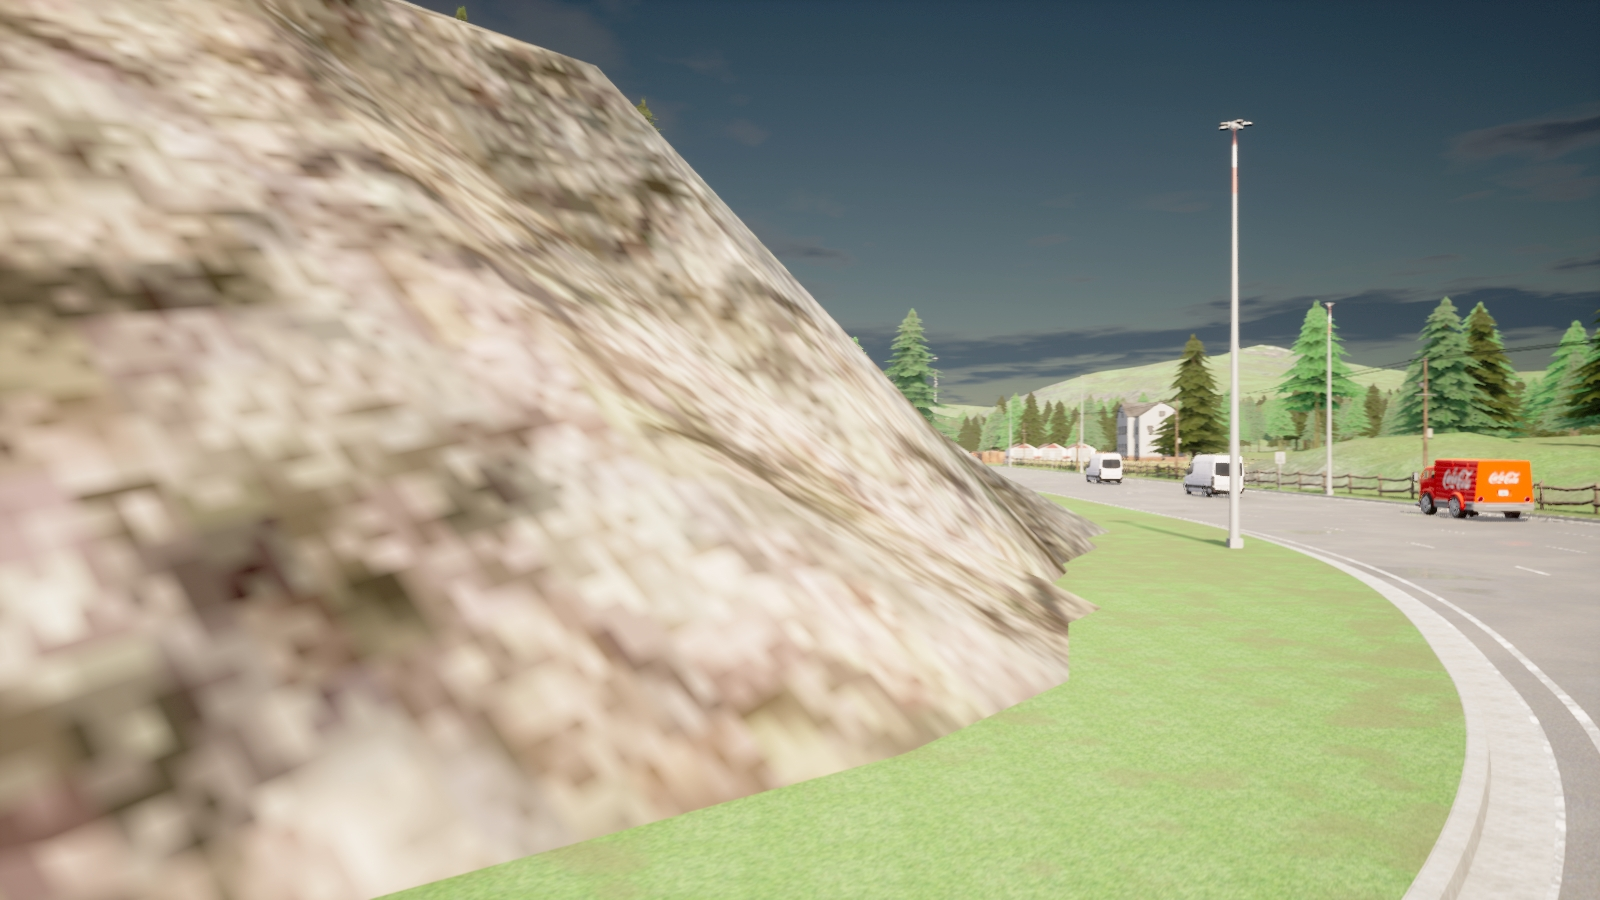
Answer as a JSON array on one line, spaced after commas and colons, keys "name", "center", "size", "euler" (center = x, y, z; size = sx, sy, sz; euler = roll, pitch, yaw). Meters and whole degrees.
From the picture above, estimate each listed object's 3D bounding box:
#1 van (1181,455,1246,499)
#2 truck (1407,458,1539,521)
[{"name": "van", "center": [25.305, 1.584, 70.132], "size": [1.988, 2.561, 5.915], "euler": [0, 0, 2]}, {"name": "truck", "center": [28.173, 1.607, 48.106], "size": [2.627, 2.467, 5.204], "euler": [0, 0, 2]}]
